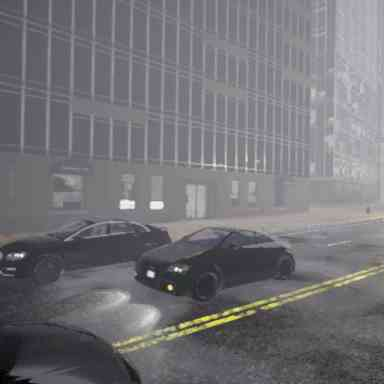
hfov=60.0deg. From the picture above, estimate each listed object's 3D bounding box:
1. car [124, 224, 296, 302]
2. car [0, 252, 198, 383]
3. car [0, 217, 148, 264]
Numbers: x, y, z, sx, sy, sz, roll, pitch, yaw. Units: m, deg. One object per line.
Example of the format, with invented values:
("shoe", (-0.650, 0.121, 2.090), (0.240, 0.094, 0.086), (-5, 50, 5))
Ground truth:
("car", (0.704, 1.580, 8.357), (4.181, 1.385, 1.994), (0, 0, -37))
("car", (-2.590, 1.495, 1.663), (4.902, 1.511, 2.128), (0, 0, -35))
("car", (-2.879, 1.510, 9.726), (4.902, 1.511, 2.128), (0, 0, -37))
